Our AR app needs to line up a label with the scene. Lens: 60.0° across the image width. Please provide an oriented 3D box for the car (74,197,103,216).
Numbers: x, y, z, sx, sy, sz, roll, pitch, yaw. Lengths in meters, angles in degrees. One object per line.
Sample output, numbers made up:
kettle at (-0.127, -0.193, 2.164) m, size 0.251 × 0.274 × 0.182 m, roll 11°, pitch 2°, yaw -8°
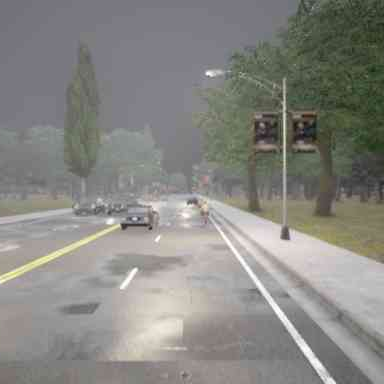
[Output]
car at (-9.851, 1.331, 32.489) m, size 2.097 × 1.767 × 4.553 m, roll 0°, pitch 0°, yaw 0°

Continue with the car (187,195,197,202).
car at (-0.017, 1.479, 73.879) m, size 2.128 × 1.511 × 4.902 m, roll 0°, pitch 0°, yaw 0°

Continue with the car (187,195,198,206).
car at (0.085, 1.468, 55.473) m, size 1.837 × 1.490 × 4.892 m, roll 0°, pitch 0°, yaw 0°

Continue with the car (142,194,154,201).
car at (-9.767, 1.263, 74.272) m, size 2.097 × 1.767 × 4.553 m, roll 0°, pitch 0°, yaw 0°

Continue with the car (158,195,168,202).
car at (-6.517, 1.433, 74.243) m, size 2.128 × 1.511 × 4.902 m, roll 0°, pitch 0°, yaw 0°

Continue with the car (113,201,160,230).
car at (-3.154, 1.534, 20.861) m, size 2.033 × 1.411 × 5.357 m, roll 0°, pitch 0°, yaw 0°

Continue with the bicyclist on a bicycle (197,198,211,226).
bicyclist on a bicycle at (0.908, 1.422, 22.325) m, size 0.866 × 1.612 × 1.509 m, roll 0°, pitch 0°, yaw 0°

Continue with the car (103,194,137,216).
car at (-6.604, 1.198, 32.149) m, size 2.150 × 2.045 × 5.566 m, roll 0°, pitch 0°, yaw 0°

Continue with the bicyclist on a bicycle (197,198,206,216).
bicyclist on a bicycle at (0.905, 1.416, 31.786) m, size 0.866 × 1.612 × 1.509 m, roll 0°, pitch 0°, yaw 0°
